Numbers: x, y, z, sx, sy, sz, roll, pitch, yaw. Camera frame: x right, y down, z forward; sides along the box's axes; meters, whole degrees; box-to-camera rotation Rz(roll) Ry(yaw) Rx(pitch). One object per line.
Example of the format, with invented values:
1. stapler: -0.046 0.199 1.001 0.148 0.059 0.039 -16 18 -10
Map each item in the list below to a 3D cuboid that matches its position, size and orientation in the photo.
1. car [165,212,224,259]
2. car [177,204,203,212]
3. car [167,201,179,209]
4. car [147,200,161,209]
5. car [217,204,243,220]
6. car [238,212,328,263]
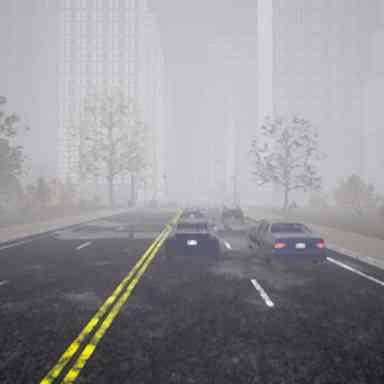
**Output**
1. car: 0.016 1.711 13.287 1.994 1.385 4.181 0 -1 0
2. car: 0.012 1.869 28.389 1.994 1.385 4.181 0 -1 0
3. car: -3.277 2.193 57.793 1.895 1.301 4.718 0 -1 0
4. car: -6.531 2.097 57.529 1.837 1.490 4.892 0 -1 0
5. car: 3.261 1.798 28.458 2.128 1.511 4.902 0 0 0
6. car: 3.258 1.686 12.499 2.033 1.411 5.357 0 -1 0
